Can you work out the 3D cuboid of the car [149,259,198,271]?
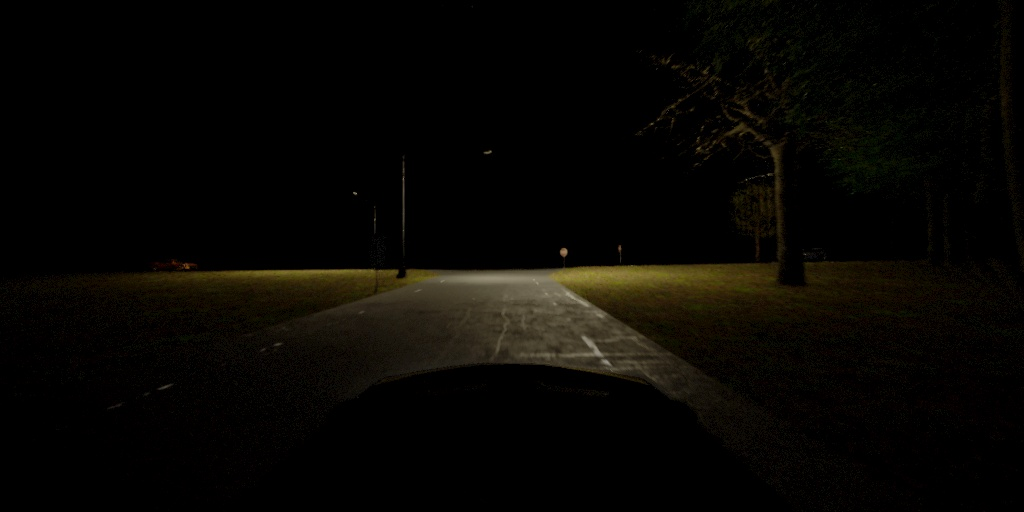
[{"bbox_3d":[-41.646,1.161,44.204,5.008,1.535,1.882,0,-3,1],"label":"car"}]
